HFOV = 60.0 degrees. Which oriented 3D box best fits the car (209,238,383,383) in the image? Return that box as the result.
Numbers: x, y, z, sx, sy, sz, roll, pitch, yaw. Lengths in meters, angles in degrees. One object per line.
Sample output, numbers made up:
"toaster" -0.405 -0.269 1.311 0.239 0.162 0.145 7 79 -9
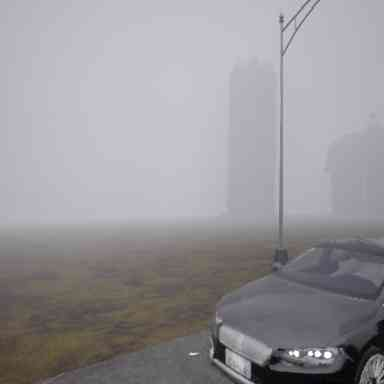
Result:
"car" 2.463 1.494 4.831 4.902 1.511 2.128 0 0 -35
